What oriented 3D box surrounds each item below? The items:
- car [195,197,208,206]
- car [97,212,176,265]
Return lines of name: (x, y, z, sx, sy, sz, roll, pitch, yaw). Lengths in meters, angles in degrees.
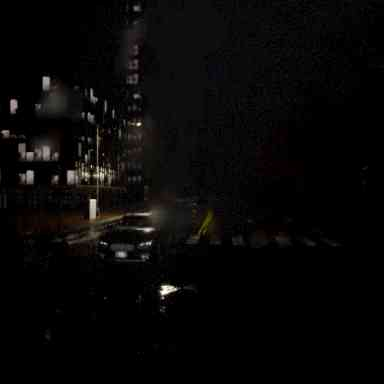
car: (1.662, 1.521, 54.452, 1.994, 1.385, 4.181, 0, 0, 4)
car: (-1.748, 1.489, 11.801, 2.128, 1.511, 4.902, 0, 0, 6)
